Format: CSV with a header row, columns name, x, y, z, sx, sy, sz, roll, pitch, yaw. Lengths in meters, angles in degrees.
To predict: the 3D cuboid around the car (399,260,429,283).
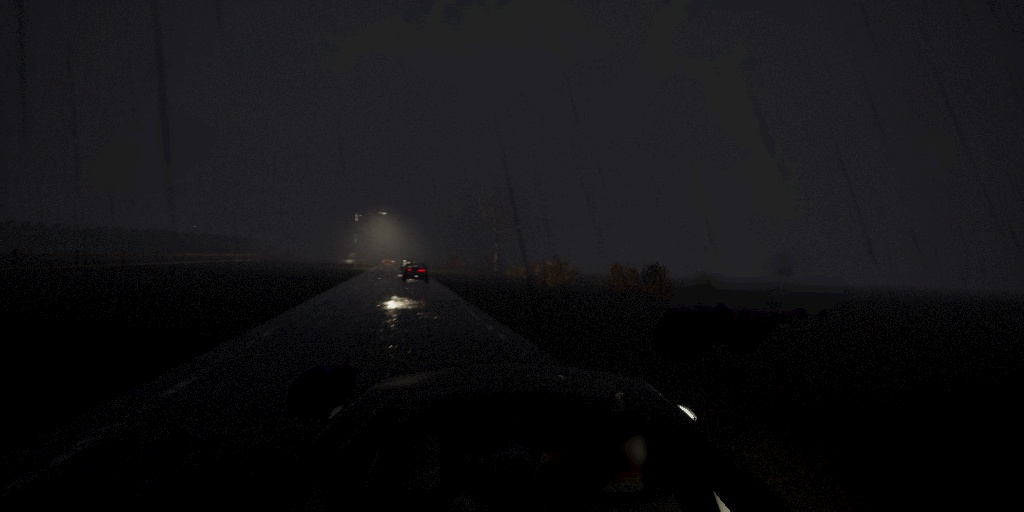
name,x,y,z,sx,sy,sz,roll,pitch,yaw
car,-7.466,1.207,27.626,2.128,1.511,4.902,3,-1,-18
